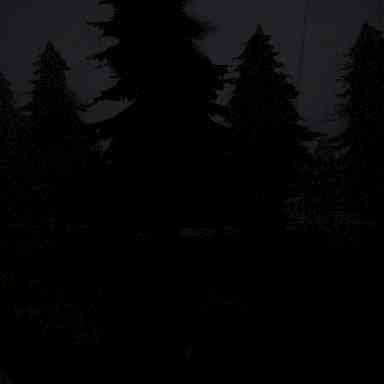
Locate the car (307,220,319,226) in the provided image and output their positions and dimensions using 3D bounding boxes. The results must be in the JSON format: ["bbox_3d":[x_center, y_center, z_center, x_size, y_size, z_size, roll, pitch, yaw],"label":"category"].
[{"bbox_3d":[29.368,7.676,80.709,1.851,1.617,3.988,-4,-3,0],"label":"car"}]
